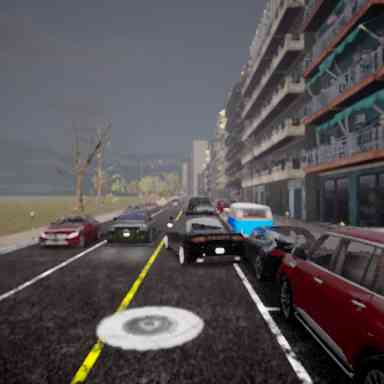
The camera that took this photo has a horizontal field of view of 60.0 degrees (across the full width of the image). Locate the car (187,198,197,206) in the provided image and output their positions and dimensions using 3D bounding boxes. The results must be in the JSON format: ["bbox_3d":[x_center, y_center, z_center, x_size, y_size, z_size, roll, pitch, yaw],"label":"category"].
[{"bbox_3d":[0.018,1.917,63.870,1.812,1.442,4.674,0,0,0],"label":"car"}]

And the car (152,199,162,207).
[{"bbox_3d":[-5.294,1.845,43.290,1.802,1.307,4.206,1,0,0],"label":"car"}]

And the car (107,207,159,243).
[{"bbox_3d":[-2.846,1.664,16.430,1.994,1.385,4.181,0,0,0],"label":"car"}]

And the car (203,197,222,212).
[{"bbox_3d":[2.589,1.582,43.836,2.192,1.841,5.009,1,0,0],"label":"car"}]

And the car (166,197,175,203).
[{"bbox_3d":[-5.283,2.060,82.867,2.008,1.369,4.403,1,0,0],"label":"car"}]

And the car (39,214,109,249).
[{"bbox_3d":[-5.303,1.673,15.020,1.802,1.307,4.206,1,0,0],"label":"car"}]

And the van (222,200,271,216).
[{"bbox_3d":[2.580,1.436,15.531,1.690,1.788,3.998,1,0,0],"label":"van"}]

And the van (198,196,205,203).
[{"bbox_3d":[2.602,1.890,89.123,1.690,1.788,3.998,1,0,0],"label":"van"}]

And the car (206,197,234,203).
[{"bbox_3d":[2.584,1.478,26.853,2.192,1.841,5.009,1,0,0],"label":"car"}]

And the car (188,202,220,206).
[{"bbox_3d":[0.831,1.641,22.256,1.837,1.490,4.892,0,0,0],"label":"car"}]

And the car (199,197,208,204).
[{"bbox_3d":[2.597,1.918,77.800,1.967,1.590,4.097,1,0,0],"label":"car"}]

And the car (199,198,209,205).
[{"bbox_3d":[2.594,1.993,72.138,2.008,1.369,4.403,1,0,0],"label":"car"}]

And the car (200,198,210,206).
[{"bbox_3d":[2.593,1.933,66.648,1.752,1.417,4.829,1,0,0],"label":"car"}]

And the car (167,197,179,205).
[{"bbox_3d":[-2.792,1.877,57.533,1.812,1.442,4.674,0,0,0],"label":"car"}]

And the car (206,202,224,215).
[{"bbox_3d":[2.584,1.814,38.173,1.802,1.307,4.206,1,0,0],"label":"car"}]

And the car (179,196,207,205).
[{"bbox_3d":[0.389,1.391,28.197,2.150,2.045,5.566,0,0,-5],"label":"car"}]

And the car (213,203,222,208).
[{"bbox_3d":[2.580,1.656,21.361,1.752,1.417,4.829,1,0,0],"label":"car"}]

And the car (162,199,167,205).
[{"bbox_3d":[-5.289,1.892,60.082,1.752,1.417,4.829,1,0,0],"label":"car"}]

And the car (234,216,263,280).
[{"bbox_3d":[2.576,1.627,9.868,1.947,1.339,4.313,1,0,0],"label":"car"}]

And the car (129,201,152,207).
[{"bbox_3d":[-5.298,1.760,31.982,1.947,1.339,4.313,1,0,0],"label":"car"}]

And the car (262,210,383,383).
[{"bbox_3d":[2.577,1.342,4.209,2.192,1.841,5.009,1,0,0],"label":"car"}]

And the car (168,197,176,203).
[{"bbox_3d":[-5.281,2.096,88.521,2.008,1.369,4.403,1,0,0],"label":"car"}]

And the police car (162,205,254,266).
[{"bbox_3d":[0.211,1.499,12.110,1.930,1.638,5.238,0,0,-14],"label":"police car"}]

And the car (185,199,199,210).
[{"bbox_3d":[0.018,1.848,49.252,2.033,1.411,5.357,0,0,0],"label":"car"}]
